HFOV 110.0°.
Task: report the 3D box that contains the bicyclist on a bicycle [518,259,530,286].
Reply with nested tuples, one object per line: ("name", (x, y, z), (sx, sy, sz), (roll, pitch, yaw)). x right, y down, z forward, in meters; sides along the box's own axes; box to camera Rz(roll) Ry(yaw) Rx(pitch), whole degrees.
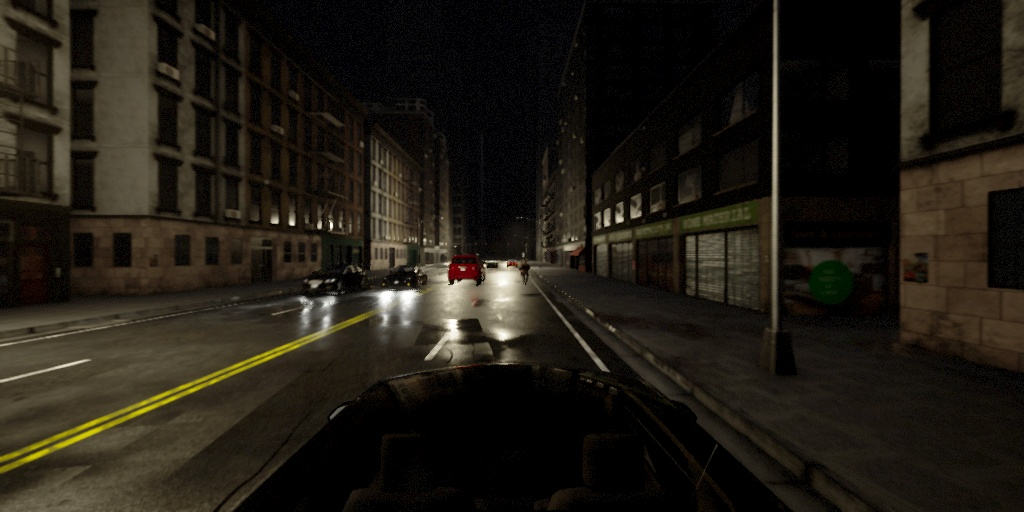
("bicyclist on a bicycle", (0.894, 1.111, 23.429), (0.659, 1.776, 1.843), (0, 0, 0))

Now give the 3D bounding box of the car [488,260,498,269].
("car", (-3.149, 1.325, 56.960), (1.895, 1.301, 4.718), (0, 0, 0))

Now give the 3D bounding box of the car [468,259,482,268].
("car", (-6.520, 1.228, 63.686), (1.837, 1.490, 4.892), (0, 0, 0))

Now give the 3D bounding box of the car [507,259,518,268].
("car", (0.050, 1.322, 61.075), (1.895, 1.301, 4.718), (0, 0, 0))

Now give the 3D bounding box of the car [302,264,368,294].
("car", (-9.847, 1.232, 20.343), (2.128, 1.511, 4.902), (0, 0, 0))

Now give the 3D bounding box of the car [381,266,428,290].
("car", (-6.596, 1.304, 22.407), (1.994, 1.385, 4.181), (0, 0, 0))

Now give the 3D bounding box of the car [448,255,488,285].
("car", (-3.149, 0.960, 25.709), (2.150, 2.045, 5.566), (0, 0, 0))
